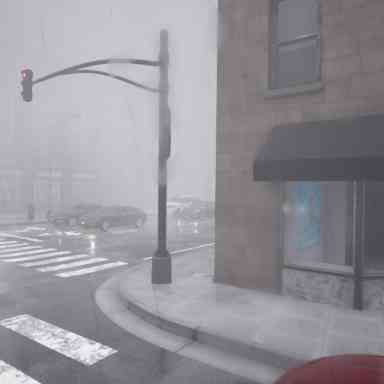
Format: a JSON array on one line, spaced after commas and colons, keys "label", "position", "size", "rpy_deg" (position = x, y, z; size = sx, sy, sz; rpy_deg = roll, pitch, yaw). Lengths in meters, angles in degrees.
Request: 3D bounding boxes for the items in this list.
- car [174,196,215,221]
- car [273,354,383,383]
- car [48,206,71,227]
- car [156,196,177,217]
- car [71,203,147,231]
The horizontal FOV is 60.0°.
[{"label": "car", "position": [0.888, 1.550, 29.847], "size": [2.097, 1.767, 4.553], "rpy_deg": [1, 0, 36]}, {"label": "car", "position": [2.382, 1.545, 1.254], "size": [4.507, 1.381, 1.887], "rpy_deg": [0, 1, 35]}, {"label": "car", "position": [-7.666, 1.568, 23.445], "size": [1.837, 1.490, 4.892], "rpy_deg": [1, 0, 35]}, {"label": "car", "position": [-1.115, 1.382, 32.634], "size": [2.150, 2.045, 5.566], "rpy_deg": [1, 0, 36]}, {"label": "car", "position": [-5.014, 1.616, 21.566], "size": [1.837, 1.490, 4.892], "rpy_deg": [1, 0, 35]}]
